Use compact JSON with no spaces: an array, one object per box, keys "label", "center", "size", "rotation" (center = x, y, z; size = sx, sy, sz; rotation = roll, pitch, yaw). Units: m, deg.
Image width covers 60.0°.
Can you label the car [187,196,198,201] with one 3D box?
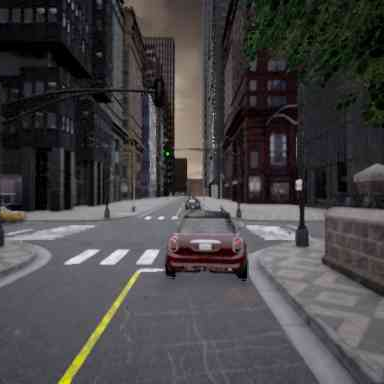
[{"label":"car","center":[0.091,1.528,40.605],"size":[1.812,1.442,4.674],"rotation":[0,0,0]}]

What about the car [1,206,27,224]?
[{"label":"car","center":[-14.775,1.614,24.478],"size":[4.829,1.417,1.752],"rotation":[0,-1,0]}]

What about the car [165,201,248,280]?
[{"label":"car","center":[0.551,1.343,10.177],"size":[2.097,1.767,4.553],"rotation":[0,0,6]}]

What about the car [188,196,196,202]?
[{"label":"car","center":[-0.016,1.601,76.615],"size":[1.812,1.442,4.674],"rotation":[0,0,0]}]
